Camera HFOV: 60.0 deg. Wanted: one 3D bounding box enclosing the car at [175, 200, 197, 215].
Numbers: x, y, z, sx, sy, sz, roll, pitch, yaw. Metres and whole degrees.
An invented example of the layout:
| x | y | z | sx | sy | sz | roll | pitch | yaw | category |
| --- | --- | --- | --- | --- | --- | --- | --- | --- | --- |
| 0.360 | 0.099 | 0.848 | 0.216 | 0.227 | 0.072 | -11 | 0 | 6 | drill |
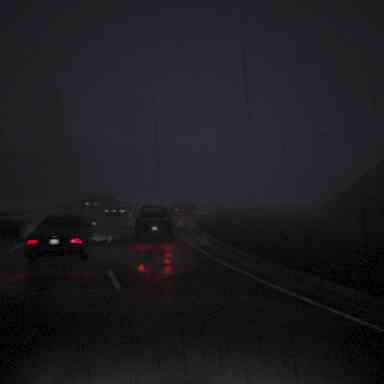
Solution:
| x | y | z | sx | sy | sz | roll | pitch | yaw | category |
| --- | --- | --- | --- | --- | --- | --- | --- | --- | --- |
| -0.833 | 1.492 | 33.588 | 1.812 | 1.442 | 4.674 | 0 | 0 | 15 | car |

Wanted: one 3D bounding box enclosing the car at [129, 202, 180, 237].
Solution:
| x | y | z | sx | sy | sz | roll | pitch | yaw | category |
| --- | --- | --- | --- | --- | --- | --- | --- | --- | --- |
| -2.033 | 1.461 | 17.711 | 2.128 | 1.511 | 4.902 | 0 | 0 | -8 | car |

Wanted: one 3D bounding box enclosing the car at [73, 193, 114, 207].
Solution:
| x | y | z | sx | sy | sz | roll | pitch | yaw | category |
| --- | --- | --- | --- | --- | --- | --- | --- | --- | --- |
| -8.536 | 1.124 | 31.382 | 2.150 | 2.045 | 5.566 | 0 | 0 | 11 | car |

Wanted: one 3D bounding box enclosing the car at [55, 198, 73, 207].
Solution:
| x | y | z | sx | sy | sz | roll | pitch | yaw | category |
| --- | --- | --- | --- | --- | --- | --- | --- | --- | --- |
| -11.785 | 1.353 | 33.637 | 1.882 | 1.535 | 5.008 | 0 | 0 | 12 | car |

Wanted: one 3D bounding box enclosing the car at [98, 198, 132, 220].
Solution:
| x | y | z | sx | sy | sz | roll | pitch | yaw | category |
| --- | --- | --- | --- | --- | --- | --- | --- | --- | --- |
| -5.587 | 1.479 | 27.628 | 2.033 | 1.411 | 5.357 | 0 | 0 | 7 | car |

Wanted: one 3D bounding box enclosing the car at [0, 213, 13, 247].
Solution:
| x | y | z | sx | sy | sz | roll | pitch | yaw | category |
| --- | --- | --- | --- | --- | --- | --- | --- | --- | --- |
| -8.530 | 1.519 | 13.912 | 1.895 | 1.301 | 4.718 | 0 | 0 | -11 | car |

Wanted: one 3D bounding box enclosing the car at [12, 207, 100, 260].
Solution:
| x | y | z | sx | sy | sz | roll | pitch | yaw | category |
| --- | --- | --- | --- | --- | --- | --- | --- | --- | --- |
| -4.628 | 1.499 | 12.204 | 2.033 | 1.411 | 5.357 | 0 | 0 | -14 | car |
